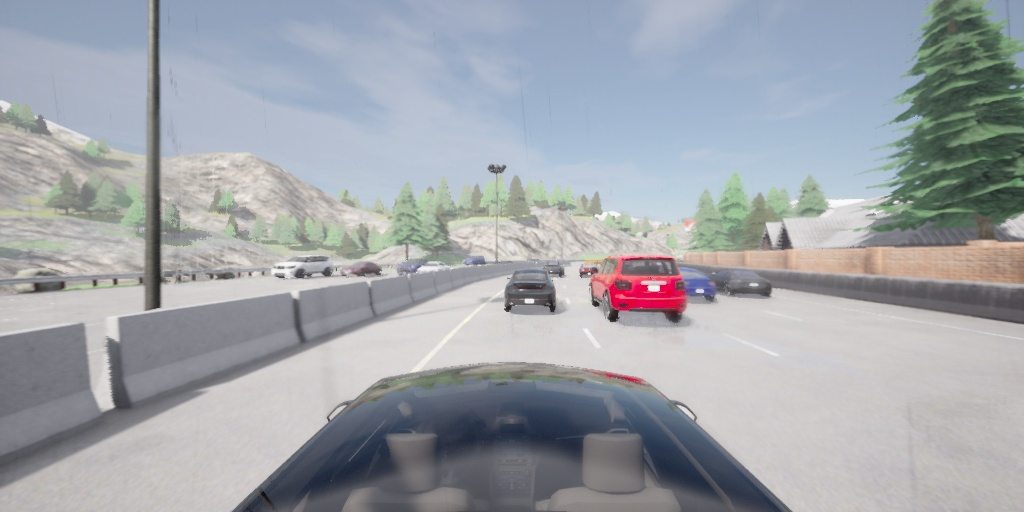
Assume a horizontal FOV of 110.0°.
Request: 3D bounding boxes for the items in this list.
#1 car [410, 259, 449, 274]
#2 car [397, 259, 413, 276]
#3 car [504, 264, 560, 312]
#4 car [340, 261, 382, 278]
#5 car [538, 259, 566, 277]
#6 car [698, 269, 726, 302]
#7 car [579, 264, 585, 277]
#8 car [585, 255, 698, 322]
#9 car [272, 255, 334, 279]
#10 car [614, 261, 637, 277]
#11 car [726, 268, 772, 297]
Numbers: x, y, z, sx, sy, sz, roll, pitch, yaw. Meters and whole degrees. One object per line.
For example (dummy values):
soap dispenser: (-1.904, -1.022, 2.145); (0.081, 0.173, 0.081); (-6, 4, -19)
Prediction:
car: (-7.269, 1.258, 33.306); (1.812, 1.442, 4.674); (0, 0, 11)
car: (-10.017, 1.078, 37.171); (2.097, 1.767, 4.553); (0, 0, 13)
car: (0.778, 1.258, 14.387); (1.837, 1.490, 4.892); (0, 0, 5)
car: (-14.236, 1.240, 34.127); (1.812, 1.442, 4.674); (0, 0, 11)
car: (4.230, 1.255, 35.873); (2.128, 1.511, 4.902); (0, 0, 13)
car: (8.096, 1.298, 17.257); (1.812, 1.442, 4.674); (0, 0, 6)
car: (7.728, 1.374, 35.618); (1.895, 1.301, 4.718); (0, 0, 13)
car: (4.110, 0.983, 12.544); (2.150, 2.045, 5.566); (0, 0, 4)
car: (-18.277, 0.925, 31.712); (2.150, 2.045, 5.566); (0, 0, 11)
car: (11.944, 1.276, 37.994); (2.128, 1.511, 4.902); (0, 0, 14)
car: (11.862, 1.347, 19.197); (1.994, 1.385, 4.181); (0, 0, 7)
